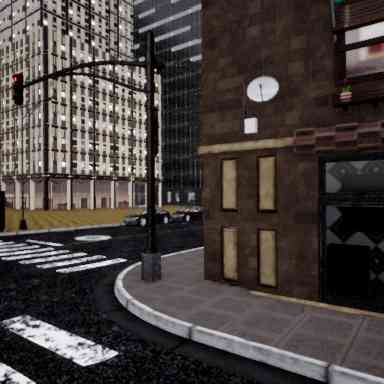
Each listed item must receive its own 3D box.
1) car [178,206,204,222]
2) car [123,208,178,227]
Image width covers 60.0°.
[{"bbox_3d":[-0.243,1.971,30.451,2.008,1.369,4.403,-2,-2,35],"label":"car"},{"bbox_3d":[-3.451,1.890,25.898,2.008,1.369,4.403,-2,-2,35],"label":"car"}]
